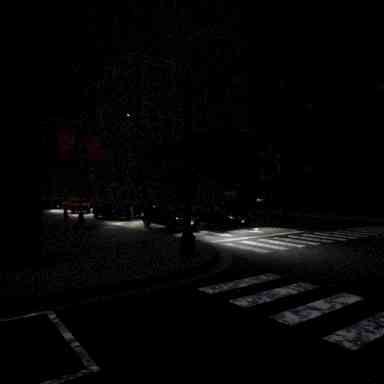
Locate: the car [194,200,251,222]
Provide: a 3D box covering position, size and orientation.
[{"bbox_3d":[2.337,1.469,26.934,1.837,1.490,4.892,0,0,-36],"label":"car"}]

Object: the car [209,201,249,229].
[{"bbox_3d":[1.663,1.500,21.995,1.812,1.442,4.674,0,0,-37],"label":"car"}]

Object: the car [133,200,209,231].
[{"bbox_3d":[-1.434,1.469,20.704,2.128,1.511,4.902,0,0,-36],"label":"car"}]

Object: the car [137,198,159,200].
[{"bbox_3d":[-3.578,1.313,29.243,2.097,1.767,4.553,0,0,-36],"label":"car"}]

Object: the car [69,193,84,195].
[{"bbox_3d":[-20.573,1.127,58.734,2.150,2.045,5.566,0,0,-36],"label":"car"}]

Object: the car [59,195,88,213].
[{"bbox_3d":[-12.623,1.426,36.249,1.882,1.535,5.008,0,0,-35],"label":"car"}]

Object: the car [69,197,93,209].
[{"bbox_3d":[-15.260,1.457,45.541,1.812,1.442,4.674,0,0,-35],"label":"car"}]

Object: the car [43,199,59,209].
[{"bbox_3d":[-18.382,1.535,44.322,1.895,1.301,4.718,0,0,-35],"label":"car"}]

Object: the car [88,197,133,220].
[{"bbox_3d":[-6.851,1.441,28.227,1.882,1.535,5.008,0,0,-36],"label":"car"}]
